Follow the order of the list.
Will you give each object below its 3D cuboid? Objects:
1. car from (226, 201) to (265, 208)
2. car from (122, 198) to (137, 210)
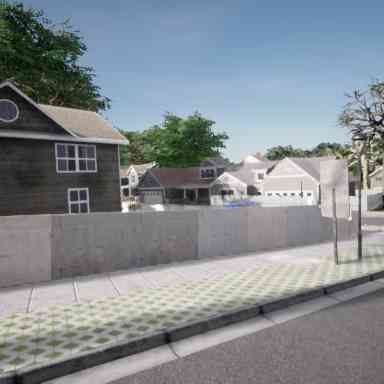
[{"bbox_3d":[5.397,1.611,30.300,5.008,1.535,1.882,0,3,39],"label":"car"},{"bbox_3d":[-9.194,1.563,43.784,1.882,1.535,5.008,-4,3,-43],"label":"car"}]
